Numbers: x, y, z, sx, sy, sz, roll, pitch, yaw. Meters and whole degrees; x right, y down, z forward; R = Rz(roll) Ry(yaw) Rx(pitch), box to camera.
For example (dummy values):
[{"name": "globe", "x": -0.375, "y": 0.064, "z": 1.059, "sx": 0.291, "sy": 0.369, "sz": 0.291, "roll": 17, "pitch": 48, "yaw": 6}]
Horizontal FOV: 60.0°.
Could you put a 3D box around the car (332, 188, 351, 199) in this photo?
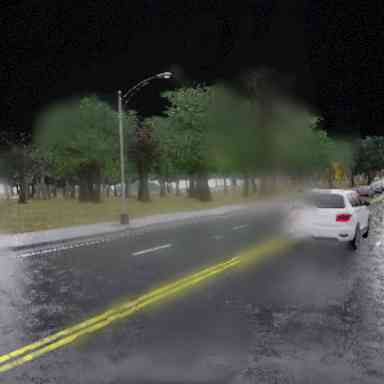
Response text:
[{"name": "car", "x": 23.028, "y": 0.224, "z": 51.143, "sx": 1.882, "sy": 1.535, "sz": 5.008, "roll": 0, "pitch": 2, "yaw": 34}]

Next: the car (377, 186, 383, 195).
[{"name": "car", "x": 34.592, "y": -0.125, "z": 62.436, "sx": 1.895, "sy": 1.301, "sz": 4.718, "roll": 0, "pitch": 2, "yaw": 34}]

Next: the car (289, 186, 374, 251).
[{"name": "car", "x": 5.529, "y": 0.918, "z": 13.034, "sx": 2.150, "sy": 2.045, "sz": 5.566, "roll": 0, "pitch": 1, "yaw": 34}]

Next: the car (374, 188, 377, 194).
[{"name": "car", "x": 25.740, "y": 0.343, "z": 49.352, "sx": 1.895, "sy": 1.301, "sz": 4.718, "roll": 0, "pitch": 1, "yaw": 34}]

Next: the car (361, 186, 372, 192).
[{"name": "car", "x": 40.578, "y": -0.724, "z": 77.211, "sx": 1.812, "sy": 1.442, "sz": 4.674, "roll": 0, "pitch": 2, "yaw": 34}]
